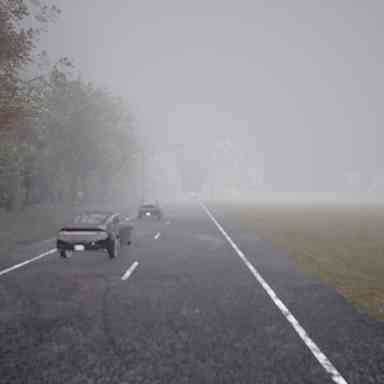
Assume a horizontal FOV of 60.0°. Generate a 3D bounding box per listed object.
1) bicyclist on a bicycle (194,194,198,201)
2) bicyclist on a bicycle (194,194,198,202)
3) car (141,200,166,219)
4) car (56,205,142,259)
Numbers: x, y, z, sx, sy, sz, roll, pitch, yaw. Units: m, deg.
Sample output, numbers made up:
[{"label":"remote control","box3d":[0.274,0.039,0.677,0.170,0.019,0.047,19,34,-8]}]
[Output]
[{"label":"bicyclist on a bicycle","box3d":[0.945,1.310,78.714,0.866,1.612,1.509,0,0,0]},{"label":"bicyclist on a bicycle","box3d":[0.951,1.340,69.715,0.582,1.620,1.656,0,0,0]},{"label":"car","box3d":[-3.406,1.458,28.266,1.837,1.490,4.892,0,0,0]},{"label":"car","box3d":[-3.403,1.471,12.483,2.128,1.511,4.902,0,0,0]}]
